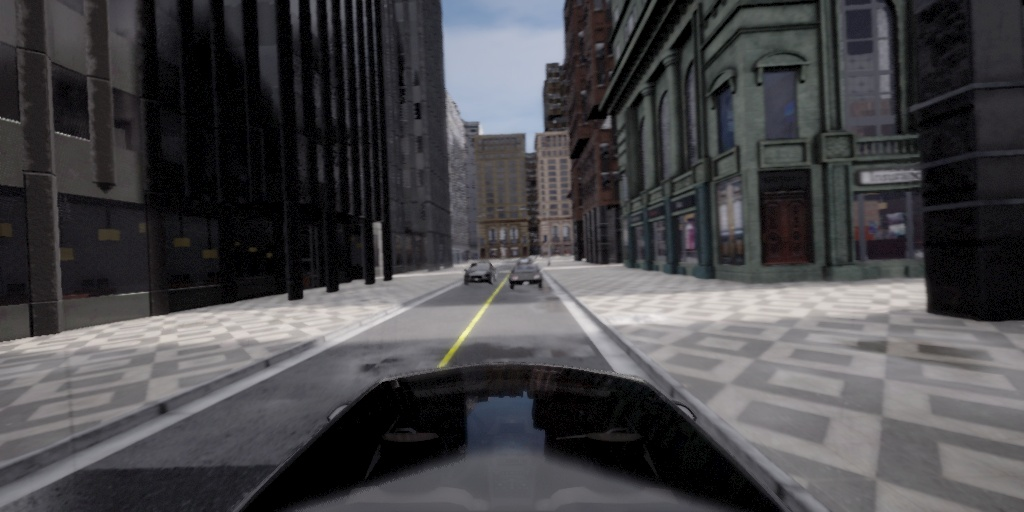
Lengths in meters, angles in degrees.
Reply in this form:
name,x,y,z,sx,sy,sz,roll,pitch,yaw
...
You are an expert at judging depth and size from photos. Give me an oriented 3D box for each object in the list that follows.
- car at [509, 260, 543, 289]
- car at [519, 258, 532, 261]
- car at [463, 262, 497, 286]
name,x,y,z,sx,sy,sz,roll,pitch,yaw
car,0.846,1.163,21.554,1.895,1.301,4.718,-2,0,2
car,1.478,0.942,38.364,1.812,1.442,4.674,-2,1,3
car,-2.116,1.174,24.664,1.837,1.490,4.892,-2,0,2
